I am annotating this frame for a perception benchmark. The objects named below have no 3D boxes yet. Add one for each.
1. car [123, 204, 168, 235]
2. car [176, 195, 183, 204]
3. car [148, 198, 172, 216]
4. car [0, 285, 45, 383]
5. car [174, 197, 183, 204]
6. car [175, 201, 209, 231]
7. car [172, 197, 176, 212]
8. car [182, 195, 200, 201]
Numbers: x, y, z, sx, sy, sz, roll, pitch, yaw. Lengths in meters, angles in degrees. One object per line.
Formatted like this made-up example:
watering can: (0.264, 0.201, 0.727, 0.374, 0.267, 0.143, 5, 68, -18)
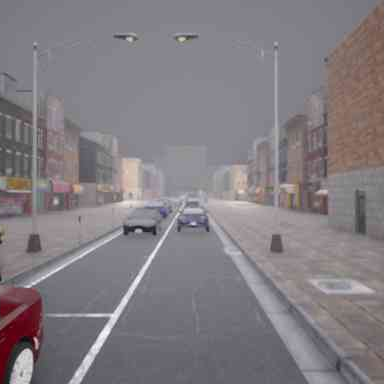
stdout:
car: (-2.656, 1.567, 18.718, 1.947, 1.339, 4.313, 1, 0, 0)
car: (-2.706, 1.624, 51.681, 2.008, 1.369, 4.403, 0, 0, 0)
car: (-3.056, 1.493, 29.427, 1.882, 1.535, 5.008, 0, 0, 0)
car: (-2.631, 1.544, 2.237, 1.887, 1.381, 4.507, 1, 0, 0)
car: (-2.731, 1.663, 67.993, 1.752, 1.417, 4.829, 0, 0, 0)
car: (0.073, 1.528, 20.267, 1.812, 1.442, 4.674, 0, 0, 0)
car: (-3.072, 1.533, 36.428, 1.837, 1.490, 4.892, 0, 0, 0)
car: (0.035, 1.528, 44.662, 1.882, 1.535, 5.008, 0, 0, 0)
